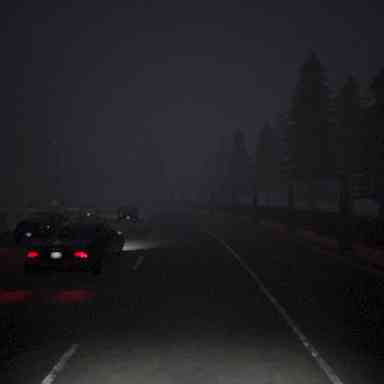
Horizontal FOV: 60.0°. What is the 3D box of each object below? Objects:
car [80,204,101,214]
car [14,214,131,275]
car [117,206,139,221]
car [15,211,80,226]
[{"bbox_3d":[-10.102,1.893,33.074,1.812,1.442,4.674,0,-1,-13],"label":"car"},{"bbox_3d":[-3.514,1.669,10.896,2.033,1.411,5.357,0,-1,-2],"label":"car"},{"bbox_3d":[-5.898,1.940,30.529,1.895,1.301,4.718,0,-1,-12],"label":"car"},{"bbox_3d":[-7.423,1.715,17.040,1.812,1.442,4.674,0,-1,-5],"label":"car"}]
